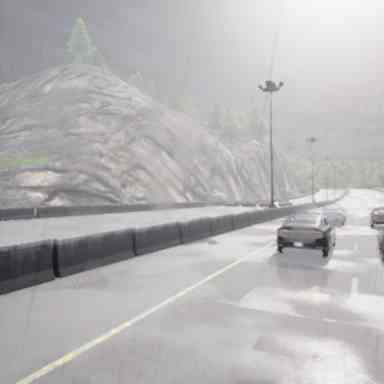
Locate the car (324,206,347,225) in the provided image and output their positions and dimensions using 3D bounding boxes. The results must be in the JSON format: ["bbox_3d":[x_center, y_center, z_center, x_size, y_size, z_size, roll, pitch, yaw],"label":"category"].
[{"bbox_3d":[11.637,1.846,27.414,1.812,1.442,4.674,0,-1,27],"label":"car"}]

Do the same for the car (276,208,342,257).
[{"bbox_3d":[4.759,1.616,13.619,2.128,1.511,4.902,0,-1,27],"label":"car"}]

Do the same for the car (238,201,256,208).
[{"bbox_3d":[11.260,2.417,65.951,1.895,1.301,4.718,0,-1,27],"label":"car"}]

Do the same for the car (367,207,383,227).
[{"bbox_3d":[14.123,1.838,24.583,2.033,1.411,5.357,0,-1,27],"label":"car"}]

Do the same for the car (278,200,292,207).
[{"bbox_3d":[17.540,2.273,62.881,1.882,1.535,5.008,0,-1,27],"label":"car"}]

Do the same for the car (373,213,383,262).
[{"bbox_3d":[7.890,1.676,12.057,1.994,1.385,4.181,0,-1,27],"label":"car"}]

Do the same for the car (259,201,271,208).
[{"bbox_3d":[14.399,2.406,64.408,1.895,1.301,4.718,0,-1,27],"label":"car"}]

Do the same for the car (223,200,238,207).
[{"bbox_3d":[8.128,2.372,67.504,2.033,1.411,5.357,0,-1,27],"label":"car"}]
